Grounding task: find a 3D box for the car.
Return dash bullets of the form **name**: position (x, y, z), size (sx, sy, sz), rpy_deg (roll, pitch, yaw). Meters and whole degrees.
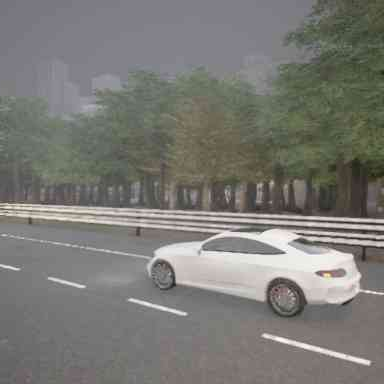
- **car**: position (1.112, 1.527, 7.379), size (4.674, 1.442, 1.812), rpy_deg (0, 0, 36)
